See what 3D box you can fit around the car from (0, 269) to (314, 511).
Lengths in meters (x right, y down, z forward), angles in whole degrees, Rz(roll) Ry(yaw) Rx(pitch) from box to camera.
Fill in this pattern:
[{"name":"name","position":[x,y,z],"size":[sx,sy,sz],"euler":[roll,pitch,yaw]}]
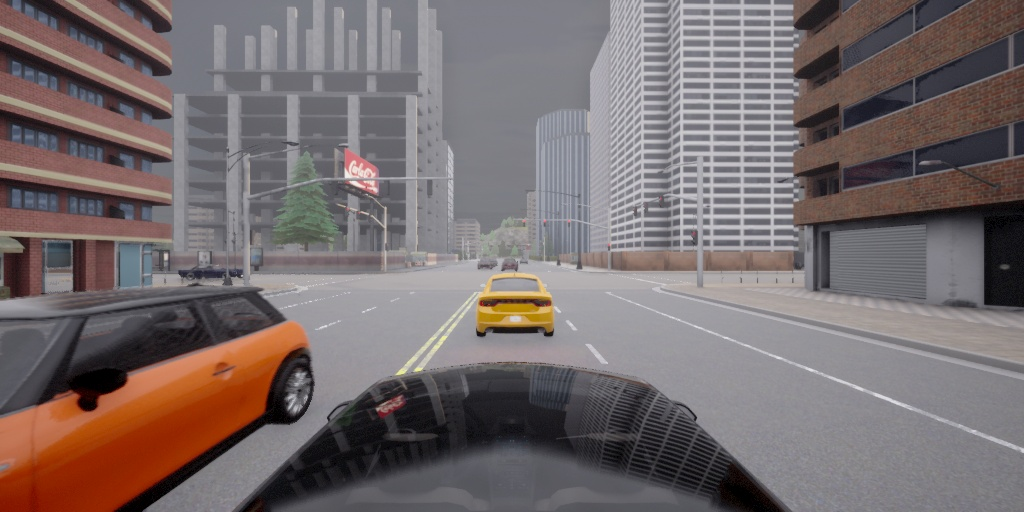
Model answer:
[{"name":"car","position":[-3.595,1.102,2.705],"size":[2.097,1.767,4.553],"euler":[0,0,0]}]

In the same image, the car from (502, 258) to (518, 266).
[{"name":"car","position":[-0.262,1.102,49.074],"size":[2.097,1.767,4.553],"euler":[0,0,1]}]

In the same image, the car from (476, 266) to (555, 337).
[{"name":"car","position":[0.061,1.228,10.345],"size":[1.882,1.535,5.008],"euler":[0,0,0]}]

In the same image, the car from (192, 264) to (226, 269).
[{"name":"car","position":[-24.932,1.351,30.172],"size":[4.718,1.301,1.895],"euler":[0,0,-1]}]

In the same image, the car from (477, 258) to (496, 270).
[{"name":"car","position":[-3.885,1.102,52.614],"size":[2.097,1.767,4.553],"euler":[0,0,0]}]
